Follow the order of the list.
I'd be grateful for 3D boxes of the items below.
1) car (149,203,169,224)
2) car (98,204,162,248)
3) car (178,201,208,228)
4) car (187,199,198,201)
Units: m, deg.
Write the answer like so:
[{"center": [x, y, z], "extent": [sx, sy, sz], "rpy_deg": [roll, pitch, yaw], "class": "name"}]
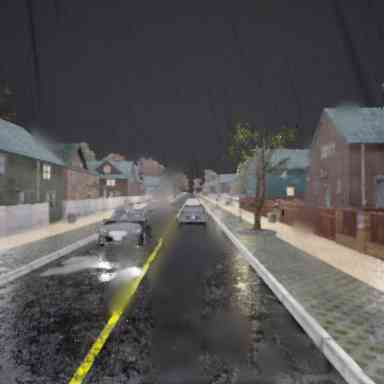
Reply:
[{"center": [-2.742, 1.549, 25.020], "extent": [2.033, 1.411, 5.357], "rpy_deg": [0, 0, 0], "class": "car"}, {"center": [-2.783, 1.493, 14.986], "extent": [2.128, 1.511, 4.902], "rpy_deg": [0, 0, 0], "class": "car"}, {"center": [0.071, 1.550, 21.919], "extent": [2.033, 1.411, 5.357], "rpy_deg": [0, 0, 0], "class": "car"}, {"center": [0.093, 1.525, 40.324], "extent": [1.812, 1.442, 4.674], "rpy_deg": [0, 0, 0], "class": "car"}]
